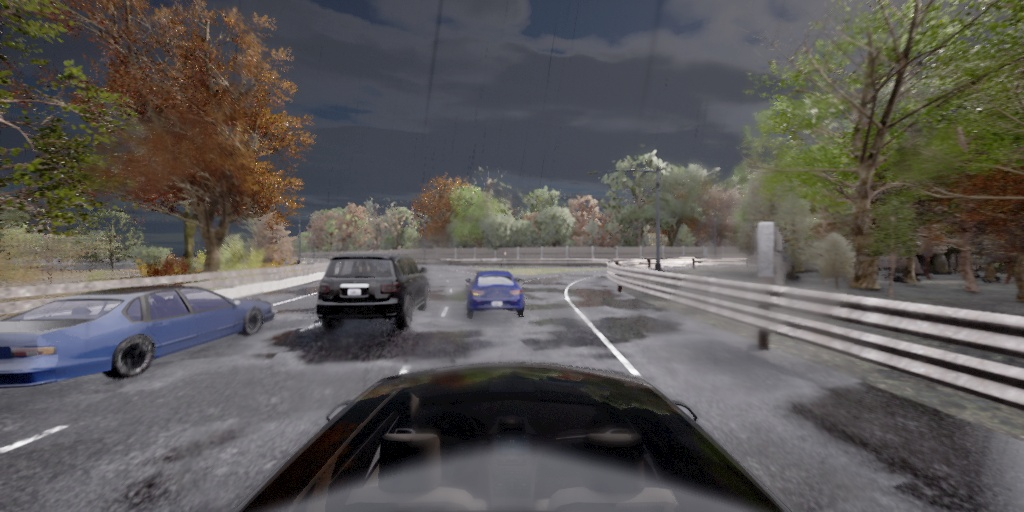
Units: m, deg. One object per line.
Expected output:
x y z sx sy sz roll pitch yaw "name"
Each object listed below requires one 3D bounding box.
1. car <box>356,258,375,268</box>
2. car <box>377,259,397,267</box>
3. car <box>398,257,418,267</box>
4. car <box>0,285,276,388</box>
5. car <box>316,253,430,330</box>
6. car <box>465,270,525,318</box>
-24.078 1.063 58.808 1.837 1.490 4.892 0 0 -36 "car"
-21.160 1.138 60.739 1.895 1.301 4.718 0 0 -36 "car"
-18.208 0.994 62.621 1.882 1.535 5.008 0 0 -36 "car"
-7.162 1.298 7.165 2.033 1.411 5.357 0 0 -4 "car"
-3.986 0.940 11.204 2.150 2.045 5.566 0 0 -5 "car"
-0.657 1.223 12.746 1.812 1.442 4.674 0 0 -6 "car"
